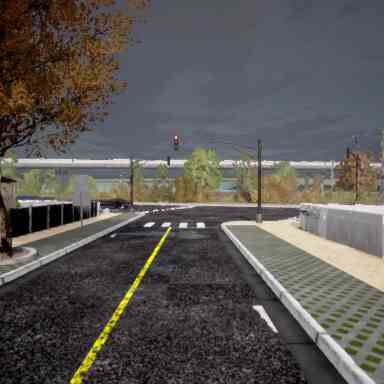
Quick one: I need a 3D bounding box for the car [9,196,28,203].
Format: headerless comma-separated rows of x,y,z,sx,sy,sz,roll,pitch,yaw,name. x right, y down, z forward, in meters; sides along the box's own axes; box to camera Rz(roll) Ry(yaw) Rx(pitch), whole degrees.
-38.963,1.585,74.674,4.892,1.490,1.837,-1,2,36,car

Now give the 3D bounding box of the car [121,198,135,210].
-10.017,1.591,45.493,5.008,1.535,1.882,0,2,36,car

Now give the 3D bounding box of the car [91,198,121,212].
-11.983,1.701,42.905,5.008,1.535,1.882,0,2,36,car

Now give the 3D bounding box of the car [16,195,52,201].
-24.932,1.558,52.323,5.566,2.045,2.150,-1,2,38,car

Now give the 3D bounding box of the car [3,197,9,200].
-36.564,1.724,64.900,5.008,1.535,1.882,-1,2,36,car

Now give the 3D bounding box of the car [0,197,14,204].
-40.871,1.734,72.047,5.357,1.411,2.033,-1,2,36,car

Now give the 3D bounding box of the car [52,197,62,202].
-23.461,1.582,55.281,4.553,1.767,2.097,0,2,36,car

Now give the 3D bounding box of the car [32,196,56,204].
-30.525,1.625,68.548,4.902,1.511,2.128,-1,2,36,car
